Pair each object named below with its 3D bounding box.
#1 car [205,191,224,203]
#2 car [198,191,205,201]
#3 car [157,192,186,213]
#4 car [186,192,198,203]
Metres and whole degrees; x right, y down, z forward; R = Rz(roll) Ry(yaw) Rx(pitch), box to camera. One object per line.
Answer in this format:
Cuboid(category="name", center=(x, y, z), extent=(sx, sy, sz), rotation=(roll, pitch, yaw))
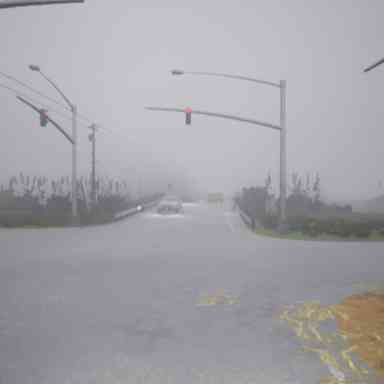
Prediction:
Cuboid(category="car", center=(3.268, 0.634, 45.152), extent=(1.882, 1.535, 5.008), rotation=(0, 0, 7))
Cuboid(category="car", center=(1.940, 0.751, 62.536), extent=(2.150, 2.045, 5.566), rotation=(0, -2, 8))
Cuboid(category="car", center=(-2.005, 1.064, 31.265), extent=(1.812, 1.442, 4.674), rotation=(0, 3, 5))
Cuboid(category="car", center=(-0.756, 0.739, 42.847), extent=(1.994, 1.385, 4.181), rotation=(0, 1, 7))
